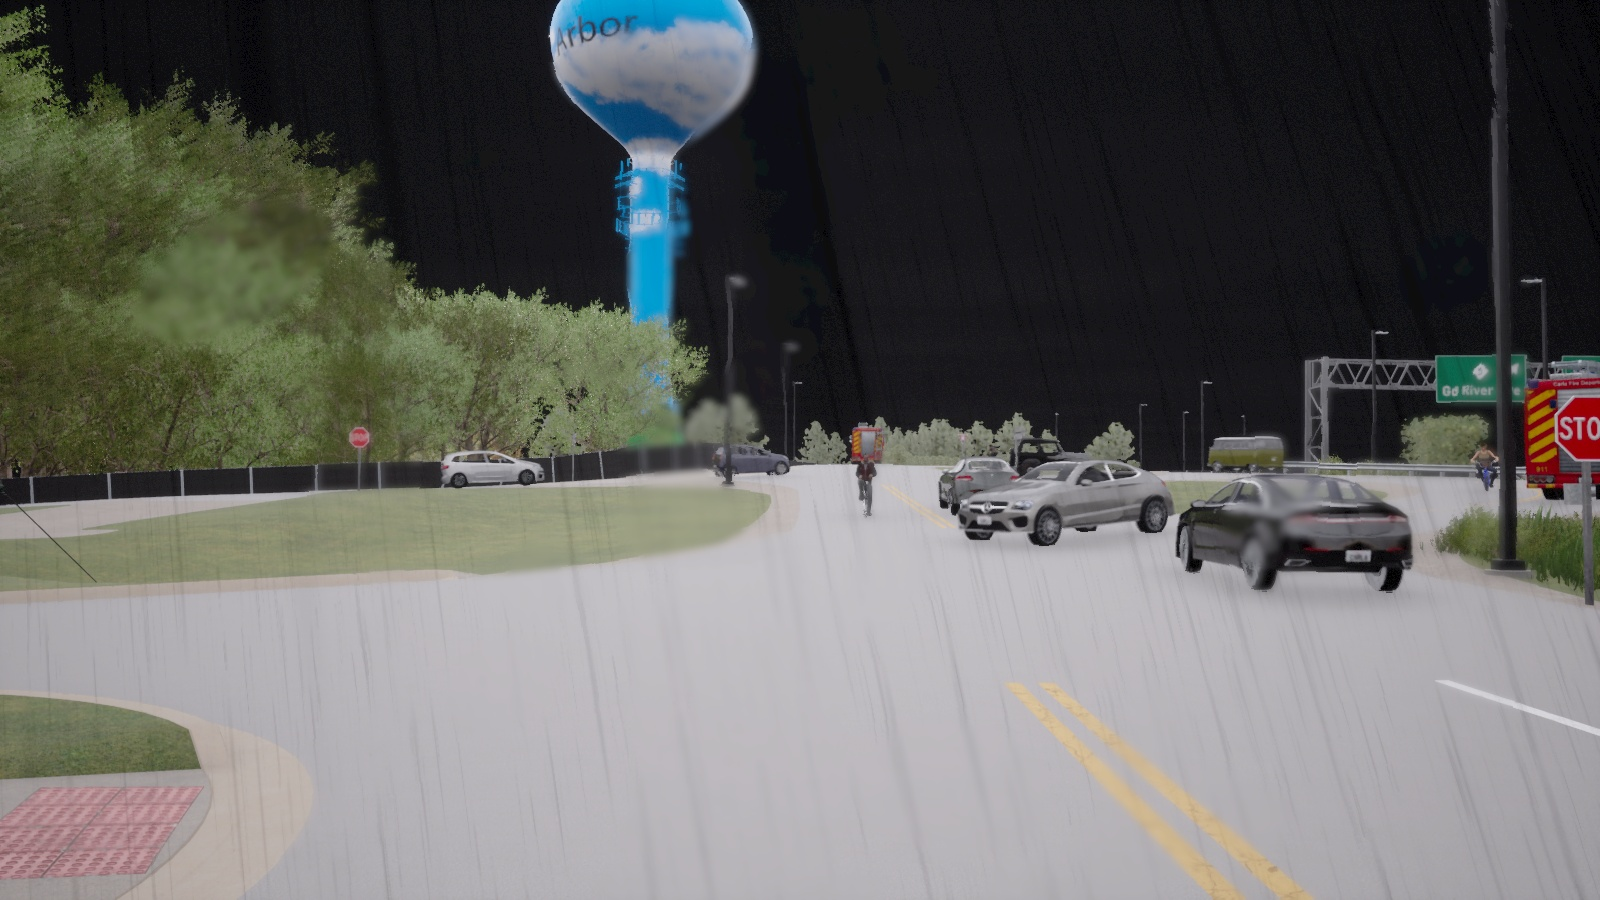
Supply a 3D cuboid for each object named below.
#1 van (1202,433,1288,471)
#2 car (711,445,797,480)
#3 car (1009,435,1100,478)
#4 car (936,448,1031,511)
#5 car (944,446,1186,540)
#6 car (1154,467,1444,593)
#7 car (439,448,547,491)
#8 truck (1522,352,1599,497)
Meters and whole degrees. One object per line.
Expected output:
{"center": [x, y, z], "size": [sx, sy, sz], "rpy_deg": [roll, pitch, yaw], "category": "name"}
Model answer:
{"center": [24.399, 0.104, 68.995], "size": [1.775, 1.987, 4.442], "rpy_deg": [1, -1, -28], "category": "van"}
{"center": [-2.185, 0.571, 59.712], "size": [3.633, 1.501, 1.845], "rpy_deg": [-3, 0, -19], "category": "car"}
{"center": [11.624, 0.297, 57.532], "size": [3.866, 1.878, 1.905], "rpy_deg": [0, 1, 5], "category": "car"}
{"center": [5.349, 0.809, 37.281], "size": [2.152, 1.651, 5.027], "rpy_deg": [0, 1, 1], "category": "car"}
{"center": [5.665, 0.839, 26.556], "size": [5.027, 1.651, 2.152], "rpy_deg": [-2, 0, -36], "category": "car"}
{"center": [6.769, 1.006, 17.735], "size": [2.128, 1.511, 4.902], "rpy_deg": [0, -1, 0], "category": "car"}
{"center": [-13.850, 0.875, 56.868], "size": [4.611, 1.667, 2.242], "rpy_deg": [-3, 0, -13], "category": "car"}
{"center": [23.957, -0.755, 36.478], "size": [8.468, 3.827, 2.891], "rpy_deg": [-2, 0, -44], "category": "truck"}
